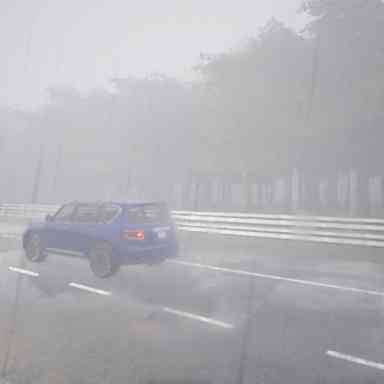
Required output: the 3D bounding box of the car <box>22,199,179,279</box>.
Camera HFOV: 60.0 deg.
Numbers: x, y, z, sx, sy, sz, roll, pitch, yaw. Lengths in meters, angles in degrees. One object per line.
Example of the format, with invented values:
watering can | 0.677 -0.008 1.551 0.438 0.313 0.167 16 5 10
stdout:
car | -2.964 1.224 10.292 5.566 2.045 2.150 0 0 36
